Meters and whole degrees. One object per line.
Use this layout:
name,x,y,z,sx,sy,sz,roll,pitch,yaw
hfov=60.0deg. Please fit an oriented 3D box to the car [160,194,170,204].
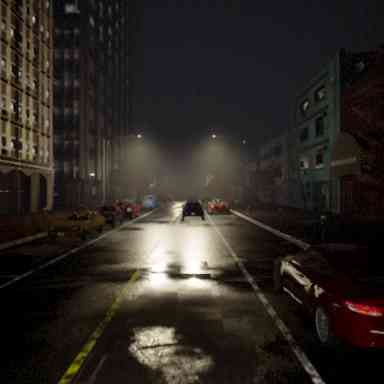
car,-5.719,1.315,61.359,2.192,1.841,5.009,0,0,0

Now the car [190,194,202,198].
car,0.076,1.473,46.007,1.882,1.535,5.008,0,0,0

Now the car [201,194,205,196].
car,2.661,1.567,61.362,1.947,1.339,4.313,0,0,0

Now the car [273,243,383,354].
car,2.690,1.580,5.991,1.802,1.307,4.206,0,0,0

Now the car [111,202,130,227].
car,-5.700,1.576,22.600,1.802,1.307,4.206,0,0,0

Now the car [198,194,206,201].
car,2.647,1.335,89.048,2.192,1.841,5.009,0,0,0

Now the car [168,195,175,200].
car,-5.737,1.550,94.411,1.752,1.417,4.829,0,0,0

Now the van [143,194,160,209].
van,-5.711,1.336,44.748,1.690,1.788,3.998,0,0,0

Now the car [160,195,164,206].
car,-5.714,1.541,50.285,1.887,1.381,4.507,0,0,0

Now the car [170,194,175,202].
car,-5.728,1.326,77.971,2.192,1.841,5.009,0,0,0

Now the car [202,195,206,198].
car,2.670,1.540,44.751,1.887,1.381,4.507,0,0,0

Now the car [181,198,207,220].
car,0.084,1.519,28.317,1.812,1.442,4.674,0,0,0

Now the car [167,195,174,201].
car,-5.735,1.601,89.044,1.802,1.307,4.206,0,0,0

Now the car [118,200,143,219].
car,-5.702,1.434,28.138,1.967,1.590,4.097,0,0,0

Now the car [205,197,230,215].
car,2.676,1.434,33.676,1.967,1.590,4.097,0,0,0

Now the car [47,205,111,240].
car,-5.696,1.520,16.894,1.752,1.417,4.829,0,0,0
